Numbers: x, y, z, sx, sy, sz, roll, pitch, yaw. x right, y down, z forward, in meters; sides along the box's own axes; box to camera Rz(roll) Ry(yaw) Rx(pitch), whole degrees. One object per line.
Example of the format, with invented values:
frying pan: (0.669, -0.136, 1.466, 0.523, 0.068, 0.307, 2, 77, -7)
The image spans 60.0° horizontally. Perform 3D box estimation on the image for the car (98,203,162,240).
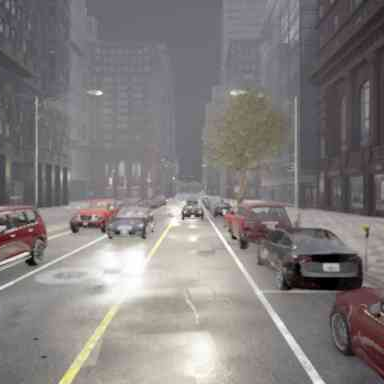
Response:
car: (-3.017, 1.540, 17.347, 2.128, 1.511, 4.902, 0, 0, 0)

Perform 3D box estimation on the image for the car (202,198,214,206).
car: (2.853, 1.764, 59.649, 1.947, 1.339, 4.313, 0, 0, 0)

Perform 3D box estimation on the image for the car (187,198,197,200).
car: (0.001, 1.664, 50.530, 1.837, 1.490, 4.892, 0, 0, 0)

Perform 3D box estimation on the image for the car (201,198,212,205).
car: (2.853, 1.791, 65.289, 1.947, 1.339, 4.313, 0, 0, 0)

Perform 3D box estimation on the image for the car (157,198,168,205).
car: (-5.672, 1.807, 65.291, 1.802, 1.307, 4.206, 0, 0, 0)

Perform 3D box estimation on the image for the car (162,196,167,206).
car: (-5.672, 1.739, 54.013, 1.947, 1.339, 4.313, 0, 0, 0)

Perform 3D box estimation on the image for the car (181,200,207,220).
car: (0.074, 1.684, 29.330, 1.895, 1.301, 4.718, 0, 0, 0)

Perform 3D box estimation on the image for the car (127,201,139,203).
car: (-5.669, 1.638, 25.820, 1.947, 1.339, 4.313, 0, 0, 0)

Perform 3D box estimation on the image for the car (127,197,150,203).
car: (-5.670, 1.405, 31.459, 2.192, 1.841, 5.009, 0, 0, 0)

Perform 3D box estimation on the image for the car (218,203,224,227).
car: (2.856, 1.600, 20.173, 1.887, 1.381, 4.507, 0, 0, 0)

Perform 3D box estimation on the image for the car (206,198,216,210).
car: (2.855, 1.634, 37.263, 1.752, 1.417, 4.829, 0, 0, 0)

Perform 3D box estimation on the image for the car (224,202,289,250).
car: (2.856, 1.354, 14.534, 2.192, 1.841, 5.009, 0, 0, 0)

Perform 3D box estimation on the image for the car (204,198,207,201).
car: (2.855, 1.710, 42.731, 1.802, 1.307, 4.206, 0, 0, 0)

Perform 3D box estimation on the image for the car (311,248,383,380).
car: (2.857, 1.589, 3.256, 1.802, 1.307, 4.206, 0, 0, 0)

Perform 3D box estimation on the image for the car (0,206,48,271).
car: (-5.669, 1.337, 8.904, 2.192, 1.841, 5.009, 0, 0, 0)

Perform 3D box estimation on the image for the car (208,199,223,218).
car: (2.856, 1.656, 31.452, 1.947, 1.339, 4.313, 0, 0, 0)

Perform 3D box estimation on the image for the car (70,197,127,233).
car: (-5.669, 1.371, 20.182, 2.192, 1.841, 5.009, 0, 0, 0)

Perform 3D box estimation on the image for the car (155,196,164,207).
car: (-5.671, 1.716, 48.375, 1.947, 1.339, 4.313, 0, 0, 0)

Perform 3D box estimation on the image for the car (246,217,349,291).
car: (2.857, 1.588, 8.893, 1.947, 1.339, 4.313, 0, 0, 0)

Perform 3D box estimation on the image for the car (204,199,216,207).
car: (2.854, 1.755, 54.010, 1.802, 1.307, 4.206, 0, 0, 0)

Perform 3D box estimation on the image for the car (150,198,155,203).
car: (-5.670, 1.653, 37.098, 1.887, 1.381, 4.507, 0, 0, 0)

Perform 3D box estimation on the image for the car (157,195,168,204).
car: (-5.673, 1.513, 59.652, 2.192, 1.841, 5.009, 0, 0, 0)
